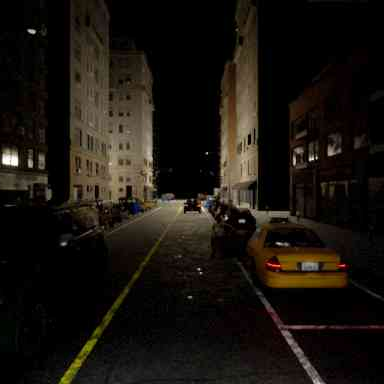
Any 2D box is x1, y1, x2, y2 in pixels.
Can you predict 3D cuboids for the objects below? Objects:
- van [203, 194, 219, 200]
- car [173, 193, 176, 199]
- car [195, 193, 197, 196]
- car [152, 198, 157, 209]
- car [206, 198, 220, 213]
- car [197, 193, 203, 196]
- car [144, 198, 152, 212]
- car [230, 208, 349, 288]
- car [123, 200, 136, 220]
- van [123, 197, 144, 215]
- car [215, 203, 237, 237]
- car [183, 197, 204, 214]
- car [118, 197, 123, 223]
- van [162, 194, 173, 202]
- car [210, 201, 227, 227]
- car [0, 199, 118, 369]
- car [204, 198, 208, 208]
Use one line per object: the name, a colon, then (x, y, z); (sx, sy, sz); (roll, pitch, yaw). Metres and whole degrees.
van: (2.638, 1.362, 42.362); (1.690, 1.788, 3.998); (0, 0, 0)
car: (-5.918, 1.313, 86.376); (2.192, 1.841, 5.009); (0, 0, 0)
car: (2.608, 1.313, 86.397); (2.192, 1.841, 5.009); (0, 0, 0)
car: (-5.887, 1.546, 42.170); (1.752, 1.417, 4.829); (0, 0, 0)
car: (2.646, 1.572, 31.021); (2.008, 1.369, 4.403); (0, 0, 0)
car: (2.615, 1.447, 75.226); (1.967, 1.590, 4.097); (0, 0, 0)
car: (-5.883, 1.547, 36.501); (1.752, 1.417, 4.829); (0, 0, 0)
car: (2.344, 1.463, 9.176); (1.801, 1.575, 5.366); (0, 0, 0)
car: (-5.876, 1.568, 25.333); (2.008, 1.369, 4.403); (0, 0, 0)
van: (-5.880, 1.362, 31.002); (1.690, 1.788, 3.998); (0, 0, 0)
car: (2.654, 1.579, 19.684); (1.947, 1.339, 4.313); (0, 0, 0)
car: (0.046, 1.548, 36.099); (1.812, 1.442, 4.674); (0, 0, 0)
car: (-5.872, 1.328, 19.666); (2.192, 1.841, 5.009); (0, 0, 0)
van: (-5.910, 1.348, 75.203); (1.690, 1.788, 3.998); (0, 0, 0)
car: (2.650, 1.583, 25.353); (1.947, 1.339, 4.313); (0, 0, 0)
car: (-3.106, 1.226, 6.095); (2.150, 2.045, 5.566); (0, 0, 0)
car: (2.642, 1.604, 36.692); (1.802, 1.307, 4.206); (0, 0, 0)
